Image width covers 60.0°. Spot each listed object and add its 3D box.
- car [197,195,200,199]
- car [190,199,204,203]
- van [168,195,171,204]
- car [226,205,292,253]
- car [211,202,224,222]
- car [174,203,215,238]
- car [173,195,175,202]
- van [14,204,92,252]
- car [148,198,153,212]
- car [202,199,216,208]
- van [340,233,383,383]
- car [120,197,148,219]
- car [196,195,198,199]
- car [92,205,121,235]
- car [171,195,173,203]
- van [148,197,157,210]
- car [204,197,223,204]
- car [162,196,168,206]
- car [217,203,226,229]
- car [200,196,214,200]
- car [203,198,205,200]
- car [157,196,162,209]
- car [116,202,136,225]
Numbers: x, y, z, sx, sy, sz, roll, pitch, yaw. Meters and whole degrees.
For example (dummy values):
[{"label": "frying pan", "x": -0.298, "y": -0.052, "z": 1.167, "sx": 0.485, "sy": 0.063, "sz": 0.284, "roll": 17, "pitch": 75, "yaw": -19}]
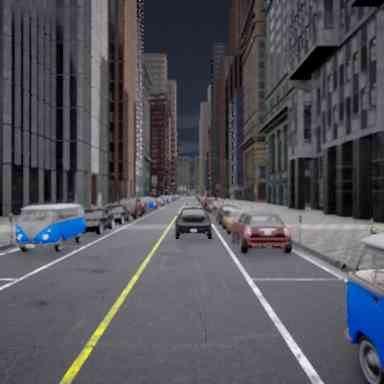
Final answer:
[{"label": "car", "x": 2.660, "y": 1.790, "z": 70.341, "sx": 1.967, "sy": 1.590, "sz": 4.097, "roll": 0, "pitch": 0, "yaw": 0}, {"label": "car", "x": 0.049, "y": 1.781, "z": 36.319, "sx": 1.895, "sy": 1.301, "sz": 4.718, "roll": 0, "pitch": 0, "yaw": 0}, {"label": "van", "x": -5.865, "y": 1.691, "z": 70.323, "sx": 1.690, "sy": 1.788, "sz": 3.998, "roll": 0, "pitch": 0, "yaw": 0}, {"label": "car", "x": 2.740, "y": 1.510, "z": 13.980, "sx": 1.967, "sy": 1.590, "sz": 4.097, "roll": 0, "pitch": 0, "yaw": 0}, {"label": "car", "x": 2.724, "y": 1.676, "z": 25.251, "sx": 2.008, "sy": 1.369, "sz": 4.403, "roll": 0, "pitch": 0, "yaw": 0}, {"label": "car", "x": 0.074, "y": 1.596, "z": 18.294, "sx": 1.837, "sy": 1.490, "sz": 4.892, "roll": 0, "pitch": 0, "yaw": 0}, {"label": "car", "x": -5.880, "y": 1.959, "z": 81.594, "sx": 2.008, "sy": 1.369, "sz": 4.403, "roll": 0, "pitch": 0, "yaw": 0}, {"label": "van", "x": -5.785, "y": 1.411, "z": 13.956, "sx": 1.690, "sy": 1.788, "sz": 3.998, "roll": 0, "pitch": 0, "yaw": 0}, {"label": "car", "x": -5.817, "y": 1.726, "z": 36.502, "sx": 1.887, "sy": 1.381, "sz": 4.507, "roll": 0, "pitch": 0, "yaw": 0}, {"label": "car", "x": 2.685, "y": 1.810, "z": 53.433, "sx": 1.887, "sy": 1.381, "sz": 4.507, "roll": 0, "pitch": 0, "yaw": 0}, {"label": "van", "x": 2.755, "y": 1.355, "z": 2.707, "sx": 1.690, "sy": 1.788, "sz": 3.998, "roll": 0, "pitch": 0, "yaw": 0}, {"label": "car", "x": -5.809, "y": 1.468, "z": 30.866, "sx": 2.192, "sy": 1.841, "sz": 5.009, "roll": 0, "pitch": 0, "yaw": 0}, {"label": "car", "x": 2.645, "y": 1.974, "z": 81.613, "sx": 1.947, "sy": 1.339, "sz": 4.313, "roll": 0, "pitch": 0, "yaw": 0}, {"label": "car", "x": -5.793, "y": 1.663, "z": 19.592, "sx": 1.947, "sy": 1.339, "sz": 4.313, "roll": 0, "pitch": 0, "yaw": 0}, {"label": "car", "x": -5.872, "y": 1.903, "z": 75.789, "sx": 1.752, "sy": 1.417, "sz": 4.829, "roll": 0, "pitch": 0, "yaw": 0}, {"label": "van", "x": -5.825, "y": 1.550, "z": 42.140, "sx": 1.690, "sy": 1.788, "sz": 3.998, "roll": 0, "pitch": 0, "yaw": 0}, {"label": "car", "x": 2.708, "y": 1.621, "z": 36.524, "sx": 1.967, "sy": 1.590, "sz": 4.097, "roll": 0, "pitch": 0, "yaw": 0}, {"label": "car", "x": -5.849, "y": 1.733, "z": 59.049, "sx": 1.967, "sy": 1.590, "sz": 4.097, "roll": 0, "pitch": 0, "yaw": 0}, {"label": "car", "x": 2.732, "y": 1.624, "z": 19.785, "sx": 1.752, "sy": 1.417, "sz": 4.829, "roll": 0, "pitch": 0, "yaw": 0}, {"label": "car", "x": 2.692, "y": 1.552, "z": 47.798, "sx": 2.192, "sy": 1.841, "sz": 5.009, "roll": 0, "pitch": 0, "yaw": 0}, {"label": "car", "x": 2.701, "y": 1.775, "z": 42.160, "sx": 1.947, "sy": 1.339, "sz": 4.313, "roll": 0, "pitch": 0, "yaw": 0}, {"label": "car", "x": -5.833, "y": 1.677, "z": 47.776, "sx": 1.967, "sy": 1.590, "sz": 4.097, "roll": 0, "pitch": 0, "yaw": 0}, {"label": "car", "x": -5.801, "y": 1.691, "z": 25.229, "sx": 1.947, "sy": 1.339, "sz": 4.313, "roll": 0, "pitch": 0, "yaw": 0}]
